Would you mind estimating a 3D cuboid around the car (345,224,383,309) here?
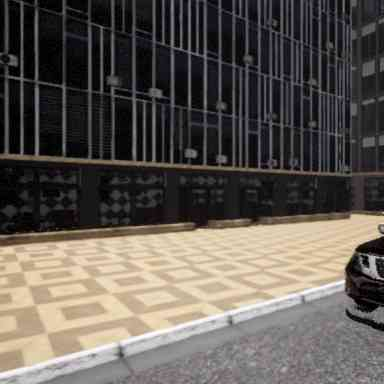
[{"bbox_3d":[5.468,1.263,6.842,5.566,2.045,2.150,0,0,-35],"label":"car"}]
